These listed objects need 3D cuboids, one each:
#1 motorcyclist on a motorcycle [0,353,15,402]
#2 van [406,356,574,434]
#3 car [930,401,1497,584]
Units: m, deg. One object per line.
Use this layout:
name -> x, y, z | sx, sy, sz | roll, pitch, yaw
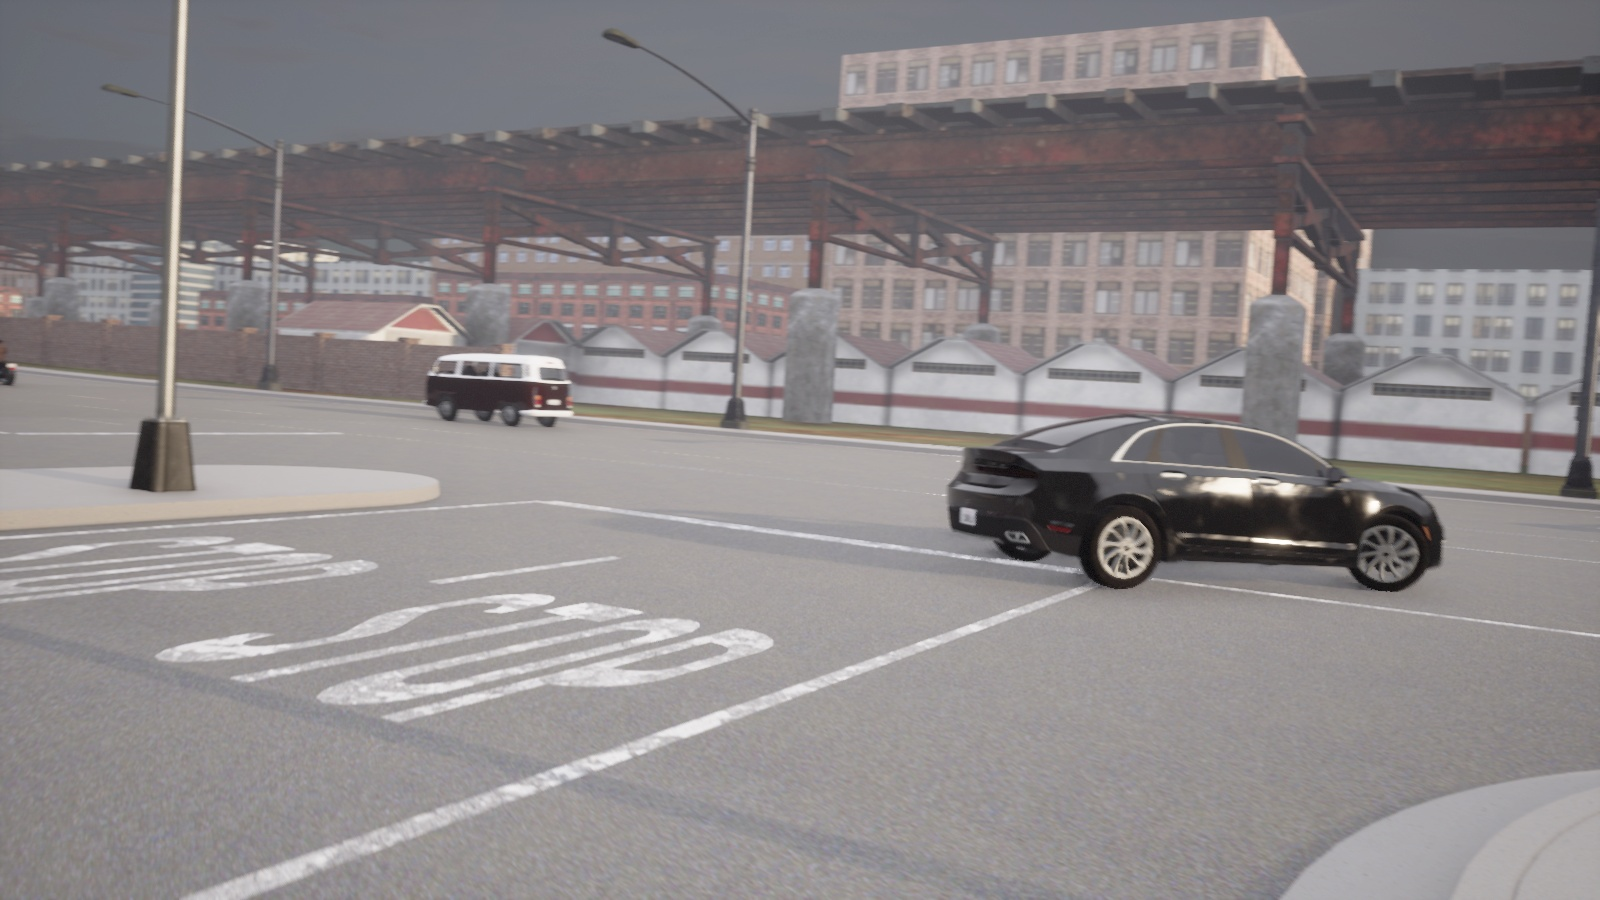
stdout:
motorcyclist on a motorcycle -> -28.082, -2.541, 43.202 | 2.350, 1.649, 0.766 | 4, 3, 30
van -> -9.011, -1.609, 36.398 | 4.480, 2.038, 2.069 | 4, 3, 30
car -> 3.876, 0.390, 11.868 | 4.892, 1.490, 1.837 | 2, 1, -18
